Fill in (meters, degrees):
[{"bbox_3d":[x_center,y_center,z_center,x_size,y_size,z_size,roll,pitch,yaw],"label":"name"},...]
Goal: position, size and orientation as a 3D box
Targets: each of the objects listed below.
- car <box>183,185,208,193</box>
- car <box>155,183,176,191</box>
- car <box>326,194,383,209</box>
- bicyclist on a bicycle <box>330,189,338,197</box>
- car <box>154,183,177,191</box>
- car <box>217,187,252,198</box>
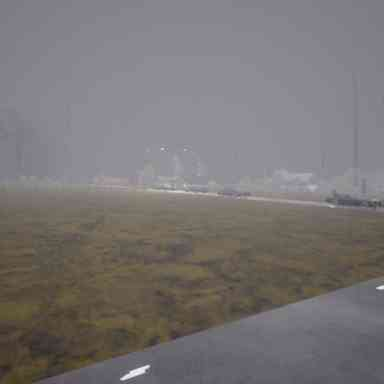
[{"bbox_3d":[0.641,-0.583,57.274,2.033,1.411,5.357,1,2,-34],"label":"car"},{"bbox_3d":[-4.685,-0.808,60.013,1.994,1.385,4.181,1,2,-35],"label":"car"},{"bbox_3d":[15.240,0.856,31.372,1.895,1.301,4.718,1,2,-35],"label":"car"},{"bbox_3d":[16.883,0.511,39.466,1.656,1.620,0.582,0,2,-35],"label":"bicyclist on a bicycle"},{"bbox_3d":[-5.318,-1.056,65.713,2.033,1.411,5.357,1,2,-35],"label":"car"},{"bbox_3d":[5.654,-0.017,45.075,2.033,1.411,5.357,1,2,-35],"label":"car"}]
